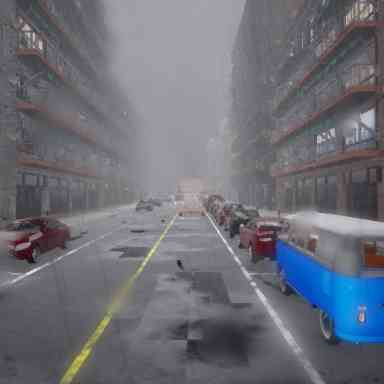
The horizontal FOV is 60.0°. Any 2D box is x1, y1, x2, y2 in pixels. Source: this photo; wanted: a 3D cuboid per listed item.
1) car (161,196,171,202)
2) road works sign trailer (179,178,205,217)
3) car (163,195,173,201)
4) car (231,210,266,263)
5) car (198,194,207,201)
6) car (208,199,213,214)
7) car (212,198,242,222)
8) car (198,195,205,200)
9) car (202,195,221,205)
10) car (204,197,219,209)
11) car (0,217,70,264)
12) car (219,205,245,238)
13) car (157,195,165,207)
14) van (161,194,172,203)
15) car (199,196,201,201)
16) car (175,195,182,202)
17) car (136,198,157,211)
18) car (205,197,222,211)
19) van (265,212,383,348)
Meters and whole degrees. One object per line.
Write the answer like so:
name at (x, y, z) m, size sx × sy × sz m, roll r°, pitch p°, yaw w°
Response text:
car at (-5.679, 1.514, 74.209) m, size 1.887 × 1.381 × 4.507 m, roll 1°, pitch 0°, yaw 0°
road works sign trailer at (0.006, 0.458, 31.066) m, size 2.380 × 3.560 × 2.880 m, roll 0°, pitch 0°, yaw 0°
car at (-5.679, 1.514, 79.881) m, size 2.008 × 1.369 × 4.403 m, roll 1°, pitch 0°, yaw 0°
car at (2.700, 1.547, 11.769) m, size 1.887 × 1.381 × 4.507 m, roll 1°, pitch 0°, yaw 0°
car at (2.702, 1.396, 85.489) m, size 1.967 × 1.590 × 4.097 m, roll 1°, pitch 0°, yaw 0°
car at (2.701, 1.551, 28.781) m, size 2.008 × 1.369 × 4.403 m, roll 1°, pitch 0°, yaw 0°
car at (2.702, 1.442, 23.110) m, size 1.967 × 1.590 × 4.097 m, roll 1°, pitch 0°, yaw 0°
car at (2.702, 1.530, 91.162) m, size 1.802 × 1.307 × 4.206 m, roll 1°, pitch 0°, yaw 0°
car at (2.704, 1.310, 40.123) m, size 2.192 × 1.841 × 5.009 m, roll 1°, pitch 0°, yaw 0°
car at (2.701, 1.517, 45.964) m, size 1.752 × 1.417 × 4.829 m, roll 1°, pitch 0°, yaw 0°
car at (-5.681, 1.584, 11.825) m, size 1.802 × 1.307 × 4.206 m, roll 1°, pitch 0°, yaw 0°
car at (2.700, 1.568, 17.439) m, size 1.947 × 1.339 × 4.313 m, roll 1°, pitch 0°, yaw 0°
car at (-5.680, 1.554, 51.524) m, size 1.947 × 1.339 × 4.313 m, roll 1°, pitch 0°, yaw 0°
van at (-5.676, 1.316, 68.538) m, size 1.690 × 1.788 × 3.998 m, roll 1°, pitch 0°, yaw 0°
car at (2.701, 1.528, 57.135) m, size 1.887 × 1.381 × 4.507 m, roll 1°, pitch 0°, yaw 0°
car at (-3.000, 1.410, 76.708) m, size 1.837 × 1.490 × 4.892 m, roll 0°, pitch 0°, yaw 0°
car at (-5.680, 1.577, 40.180) m, size 1.802 × 1.307 × 4.206 m, roll 1°, pitch 0°, yaw 0°
car at (2.701, 1.549, 34.451) m, size 2.008 × 1.369 × 4.403 m, roll 1°, pitch 0°, yaw 0°
van at (2.703, 1.342, 6.097) m, size 1.690 × 1.788 × 3.998 m, roll 1°, pitch 0°, yaw 0°
